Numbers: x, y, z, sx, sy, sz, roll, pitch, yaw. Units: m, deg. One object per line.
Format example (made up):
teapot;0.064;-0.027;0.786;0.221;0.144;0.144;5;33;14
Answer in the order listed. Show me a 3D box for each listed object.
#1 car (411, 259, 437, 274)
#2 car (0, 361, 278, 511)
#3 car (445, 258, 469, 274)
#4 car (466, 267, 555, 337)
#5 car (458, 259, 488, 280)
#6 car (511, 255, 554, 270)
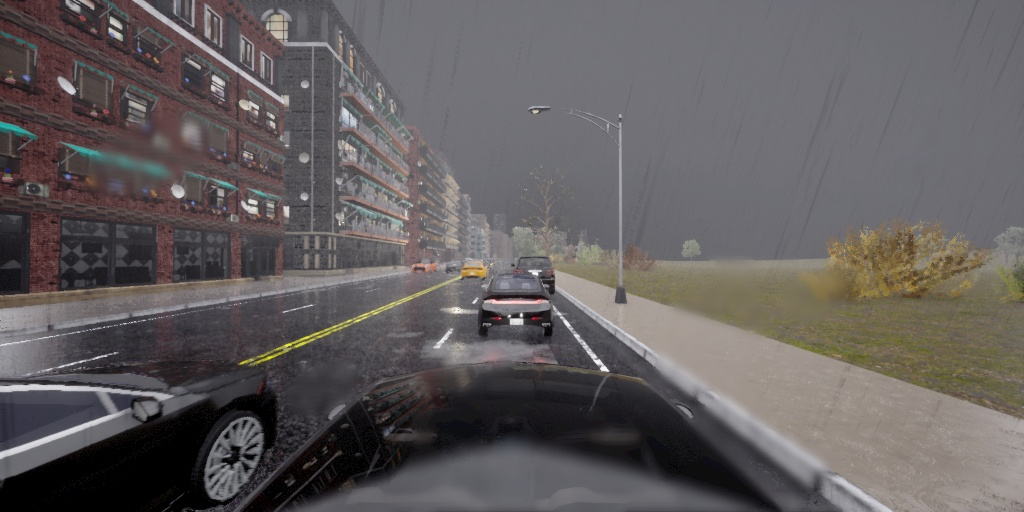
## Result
car;-9.864;1.103;40.377;2.097;1.767;4.553;0;0;0
car;-3.149;1.240;1.451;2.128;1.511;4.902;0;0;0
car;-6.615;1.255;42.127;1.837;1.490;4.892;0;0;0
car;0.098;1.243;10.354;2.128;1.511;4.902;0;0;0
car;-3.161;1.229;30.969;1.882;1.535;5.008;0;0;0
car;1.132;0.977;20.224;2.150;2.045;5.566;0;0;0
